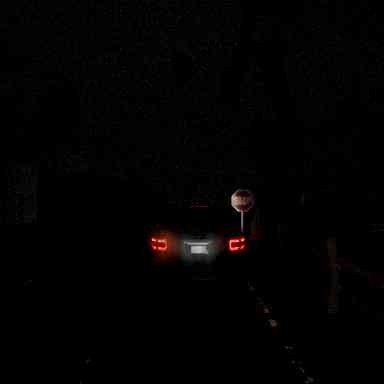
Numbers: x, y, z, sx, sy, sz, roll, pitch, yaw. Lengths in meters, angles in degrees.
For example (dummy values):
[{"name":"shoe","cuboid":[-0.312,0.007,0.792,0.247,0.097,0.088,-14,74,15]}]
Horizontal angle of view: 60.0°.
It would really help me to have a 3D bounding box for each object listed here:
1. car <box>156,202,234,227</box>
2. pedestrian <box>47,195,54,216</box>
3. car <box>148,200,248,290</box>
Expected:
[{"name":"car","cuboid":[0.177,1.492,22.382,5.008,1.535,1.882,0,0,0]},{"name":"pedestrian","cuboid":[-12.094,1.140,28.368,0.375,1.860,0.375,0,-2,0]},{"name":"car","cuboid":[0.116,1.223,9.209,2.150,2.045,5.566,0,0,0]}]
